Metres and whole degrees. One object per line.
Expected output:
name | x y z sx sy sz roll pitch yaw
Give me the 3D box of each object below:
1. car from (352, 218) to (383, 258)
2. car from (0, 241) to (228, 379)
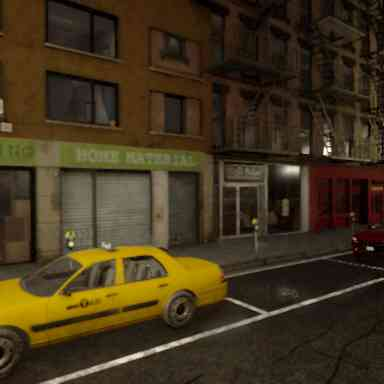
car | 7.488 1.550 11.867 4.507 1.381 1.887 0 -1 -35
car | -1.607 1.526 5.393 4.829 1.417 1.752 0 -1 -35
